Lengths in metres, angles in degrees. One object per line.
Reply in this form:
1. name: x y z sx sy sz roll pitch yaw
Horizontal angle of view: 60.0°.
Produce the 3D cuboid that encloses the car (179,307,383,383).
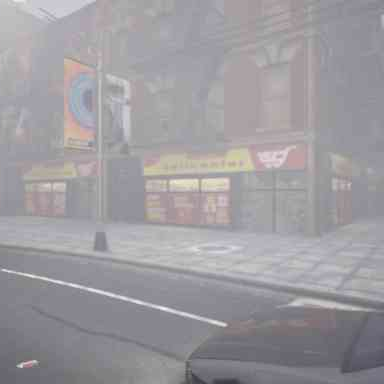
1. car: 2.465 1.547 2.234 5.357 1.411 2.033 0 0 35
